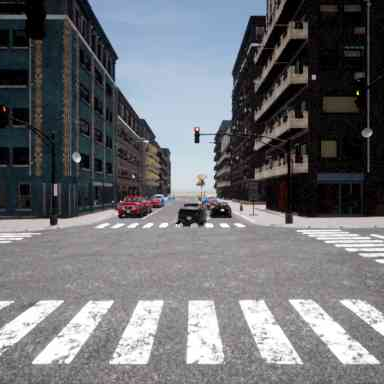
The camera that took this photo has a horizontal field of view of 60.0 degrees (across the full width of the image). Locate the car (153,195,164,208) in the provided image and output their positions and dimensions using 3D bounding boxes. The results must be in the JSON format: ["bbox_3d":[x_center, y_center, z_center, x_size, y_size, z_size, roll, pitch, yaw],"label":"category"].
[{"bbox_3d":[-5.305,1.533,46.856,1.887,1.381,4.507,0,0,0],"label":"car"}]

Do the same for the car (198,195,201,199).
[{"bbox_3d":[2.577,1.422,57.959,1.967,1.590,4.097,0,0,0],"label":"car"}]

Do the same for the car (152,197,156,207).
[{"bbox_3d":[-5.308,1.539,35.752,1.887,1.381,4.507,0,0,0],"label":"car"}]

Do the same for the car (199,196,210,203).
[{"bbox_3d":[2.579,1.525,69.063,2.008,1.369,4.403,0,0,0],"label":"car"}]

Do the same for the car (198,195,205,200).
[{"bbox_3d":[2.582,1.499,91.272,1.887,1.381,4.507,0,0,0],"label":"car"}]

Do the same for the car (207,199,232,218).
[{"bbox_3d":[2.572,1.562,30.199,1.947,1.339,4.313,0,0,0],"label":"car"}]

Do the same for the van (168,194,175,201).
[{"bbox_3d":[-5.298,1.301,85.720,1.690,1.788,3.998,0,0,0],"label":"van"}]

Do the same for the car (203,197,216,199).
[{"bbox_3d":[2.574,1.573,41.303,1.802,1.307,4.206,0,0,0],"label":"car"}]

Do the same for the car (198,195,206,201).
[{"bbox_3d":[2.581,1.505,85.719,1.887,1.381,4.507,0,0,0],"label":"car"}]

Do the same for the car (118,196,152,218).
[{"bbox_3d":[-5.308,1.311,30.200,2.192,1.841,5.009,0,0,0],"label":"car"}]

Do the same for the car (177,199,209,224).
[{"bbox_3d":[0.023,1.504,24.751,1.837,1.490,4.892,1,0,5],"label":"car"}]

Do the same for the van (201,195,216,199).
[{"bbox_3d":[2.575,1.329,46.855,1.690,1.788,3.998,0,0,0],"label":"van"}]
